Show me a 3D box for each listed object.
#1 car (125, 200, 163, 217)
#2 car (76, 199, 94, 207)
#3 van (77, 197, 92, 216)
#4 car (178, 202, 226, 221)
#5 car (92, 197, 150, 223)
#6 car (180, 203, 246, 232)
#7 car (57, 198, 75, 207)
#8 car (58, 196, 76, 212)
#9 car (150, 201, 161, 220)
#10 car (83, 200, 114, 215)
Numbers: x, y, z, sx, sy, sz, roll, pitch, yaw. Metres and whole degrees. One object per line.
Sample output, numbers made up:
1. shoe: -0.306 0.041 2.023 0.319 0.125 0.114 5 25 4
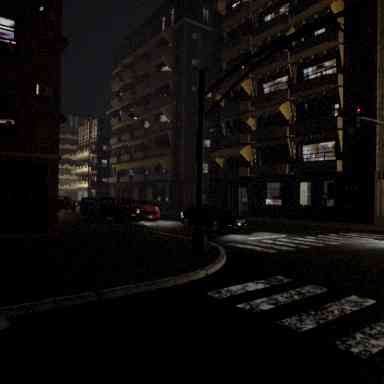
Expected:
1. car: -4.968 1.635 33.969 1.837 1.490 4.892 1 -1 -35
2. car: -18.448 1.867 57.286 1.802 1.307 4.206 1 -1 -35
3. van: -8.774 1.354 29.980 1.690 1.788 3.998 1 -1 -35
4. car: 0.777 1.686 30.118 1.752 1.417 4.829 1 -1 -35
5. car: -5.552 1.310 25.429 2.192 1.841 5.009 1 -1 -35
6. car: 1.179 1.527 20.239 1.837 1.490 4.892 1 -1 -36
7. car: -22.049 1.808 58.115 1.994 1.385 4.181 1 -1 -35
8. car: -15.214 1.368 39.083 2.192 1.841 5.009 1 -1 -35
9. car: -4.549 1.404 28.285 2.097 1.767 4.553 1 -1 -35
10. car: -10.256 1.650 36.351 1.994 1.385 4.181 1 -1 -35
